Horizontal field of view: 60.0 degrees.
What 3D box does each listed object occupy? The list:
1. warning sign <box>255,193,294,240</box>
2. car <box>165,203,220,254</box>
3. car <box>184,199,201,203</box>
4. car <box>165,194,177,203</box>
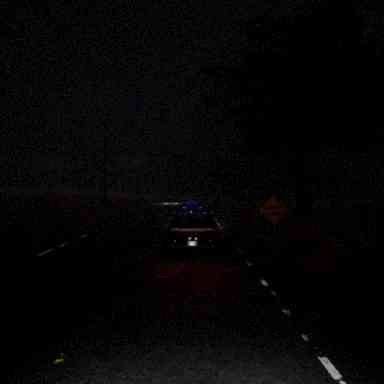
[{"bbox_3d":[3.493,1.029,14.201,1.300,1.860,1.060,-3,-2,0],"label":"warning sign"},{"bbox_3d":[0.032,1.410,13.004,2.128,1.511,4.902,0,0,1],"label":"car"},{"bbox_3d":[0.023,1.343,28.686,1.812,1.442,4.674,0,1,0],"label":"car"},{"bbox_3d":[-3.605,1.124,58.849,1.882,1.535,5.008,0,0,0],"label":"car"}]
